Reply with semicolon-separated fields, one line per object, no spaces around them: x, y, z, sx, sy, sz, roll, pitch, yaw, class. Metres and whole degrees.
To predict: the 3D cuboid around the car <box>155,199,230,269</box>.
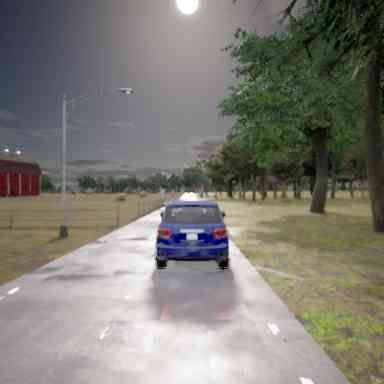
0.031;1.287;11.548;2.150;2.045;5.566;0;0;1;car

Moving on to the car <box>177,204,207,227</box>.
0.013;1.686;25.483;2.033;1.411;5.357;0;0;0;car

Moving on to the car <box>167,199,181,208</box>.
-2.847;1.825;52.866;1.994;1.385;4.181;0;0;0;car
